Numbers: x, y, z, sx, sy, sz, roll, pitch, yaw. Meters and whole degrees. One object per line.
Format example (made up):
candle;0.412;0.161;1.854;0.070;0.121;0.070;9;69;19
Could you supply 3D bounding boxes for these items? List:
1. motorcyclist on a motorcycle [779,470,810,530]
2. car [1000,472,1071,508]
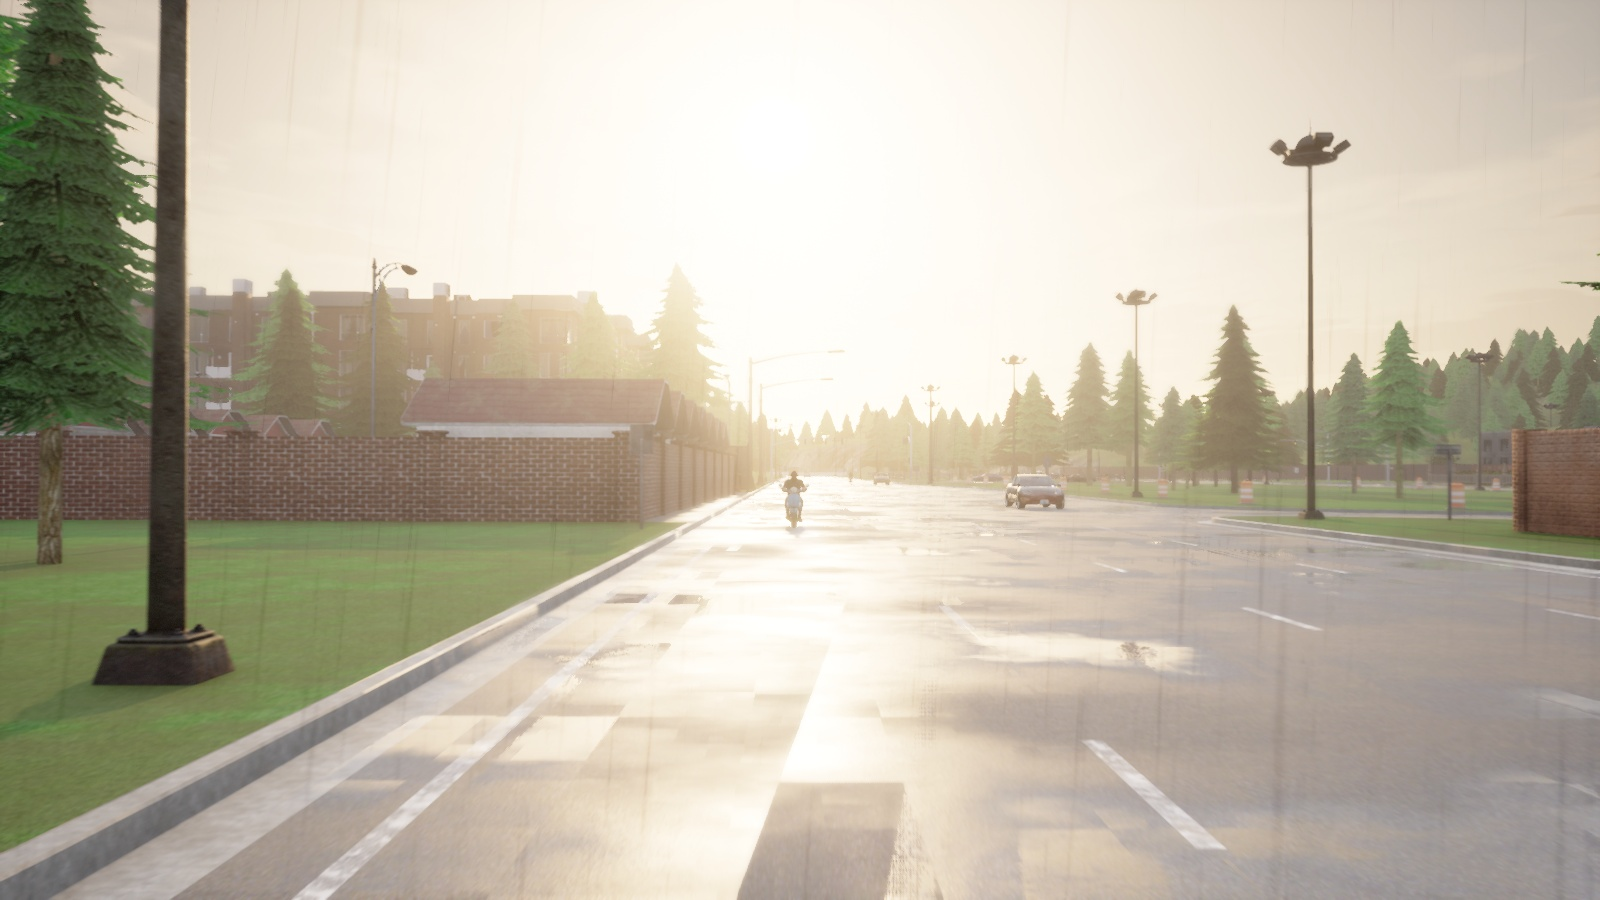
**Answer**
motorcyclist on a motorcycle;-0.154;1.382;35.304;0.866;1.590;1.817;0;0;0
car;10.263;1.729;55.092;2.163;1.488;4.792;0;-1;0
